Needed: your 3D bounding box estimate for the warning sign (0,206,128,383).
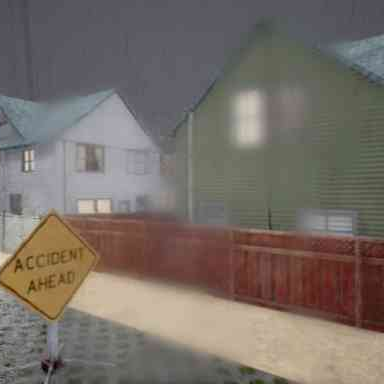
[{"bbox_3d":[-1.596,1.121,3.788,1.060,1.860,1.300,-1,0,35],"label":"warning sign"}]
